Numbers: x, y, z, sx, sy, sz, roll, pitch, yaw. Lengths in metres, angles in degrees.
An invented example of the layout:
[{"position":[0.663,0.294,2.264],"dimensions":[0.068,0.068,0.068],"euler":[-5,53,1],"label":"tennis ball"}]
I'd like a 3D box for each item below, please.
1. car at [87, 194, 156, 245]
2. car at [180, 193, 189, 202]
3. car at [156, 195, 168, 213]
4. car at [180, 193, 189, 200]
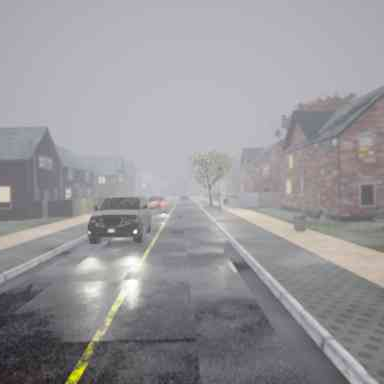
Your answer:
[{"position":[-3.180,1.138,15.663],"dimensions":[2.150,2.045,5.566],"euler":[-1,0,-1],"label":"car"},{"position":[-1.483,1.105,65.387],"dimensions":[2.128,1.511,4.902],"euler":[-1,0,-1],"label":"car"},{"position":[-3.502,1.138,33.069],"dimensions":[2.097,1.767,4.553],"euler":[-1,0,-1],"label":"car"},{"position":[-1.724,1.023,75.636],"dimensions":[2.128,1.511,4.902],"euler":[-1,0,-1],"label":"car"}]
